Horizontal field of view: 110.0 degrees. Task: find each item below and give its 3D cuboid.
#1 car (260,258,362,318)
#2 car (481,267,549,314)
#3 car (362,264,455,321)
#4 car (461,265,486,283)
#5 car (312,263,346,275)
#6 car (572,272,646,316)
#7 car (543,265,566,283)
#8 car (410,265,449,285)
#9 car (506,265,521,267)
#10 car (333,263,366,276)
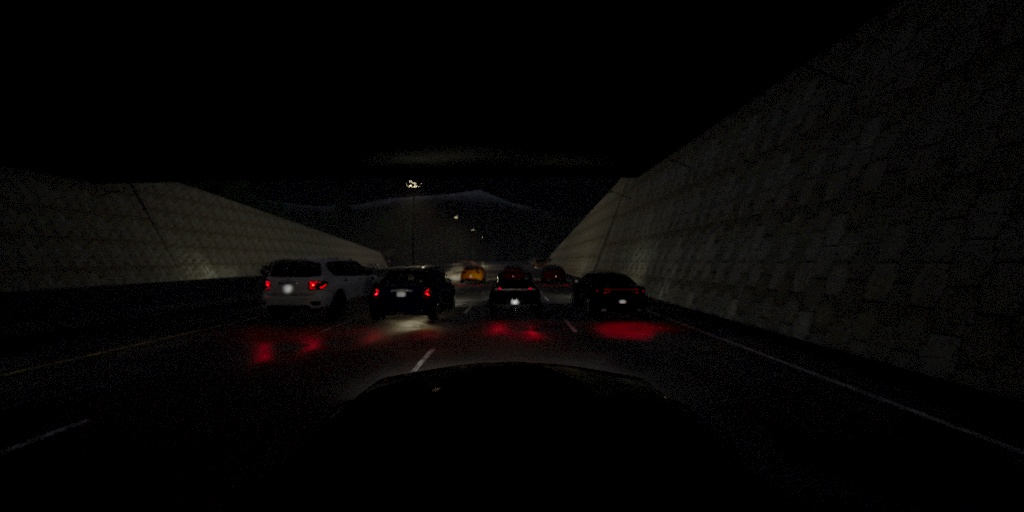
[{"bbox_3d":[-6.897,1.100,13.724,2.150,2.045,5.566,0,-1,0],"label":"car"},{"bbox_3d":[0.103,1.379,14.617,2.128,1.511,4.902,0,-1,0],"label":"car"},{"bbox_3d":[-3.399,1.223,13.116,2.097,1.767,4.553,0,-1,0],"label":"car"},{"bbox_3d":[-3.378,1.551,32.075,1.882,1.535,5.008,0,-1,0],"label":"car"},{"bbox_3d":[-24.530,1.725,48.294,1.882,1.535,5.008,0,-1,0],"label":"car"},{"bbox_3d":[3.602,1.360,14.144,1.882,1.535,5.008,0,-1,0],"label":"car"},{"bbox_3d":[3.622,1.551,32.086,1.882,1.535,5.008,0,-1,0],"label":"car"},{"bbox_3d":[-6.880,1.549,30.503,2.128,1.511,4.902,0,-1,0],"label":"car"},{"bbox_3d":[0.122,1.551,32.076,1.882,1.535,5.008,0,-1,0],"label":"car"},{"bbox_3d":[-21.044,1.720,46.644,2.128,1.511,4.902,0,0,0],"label":"car"}]
